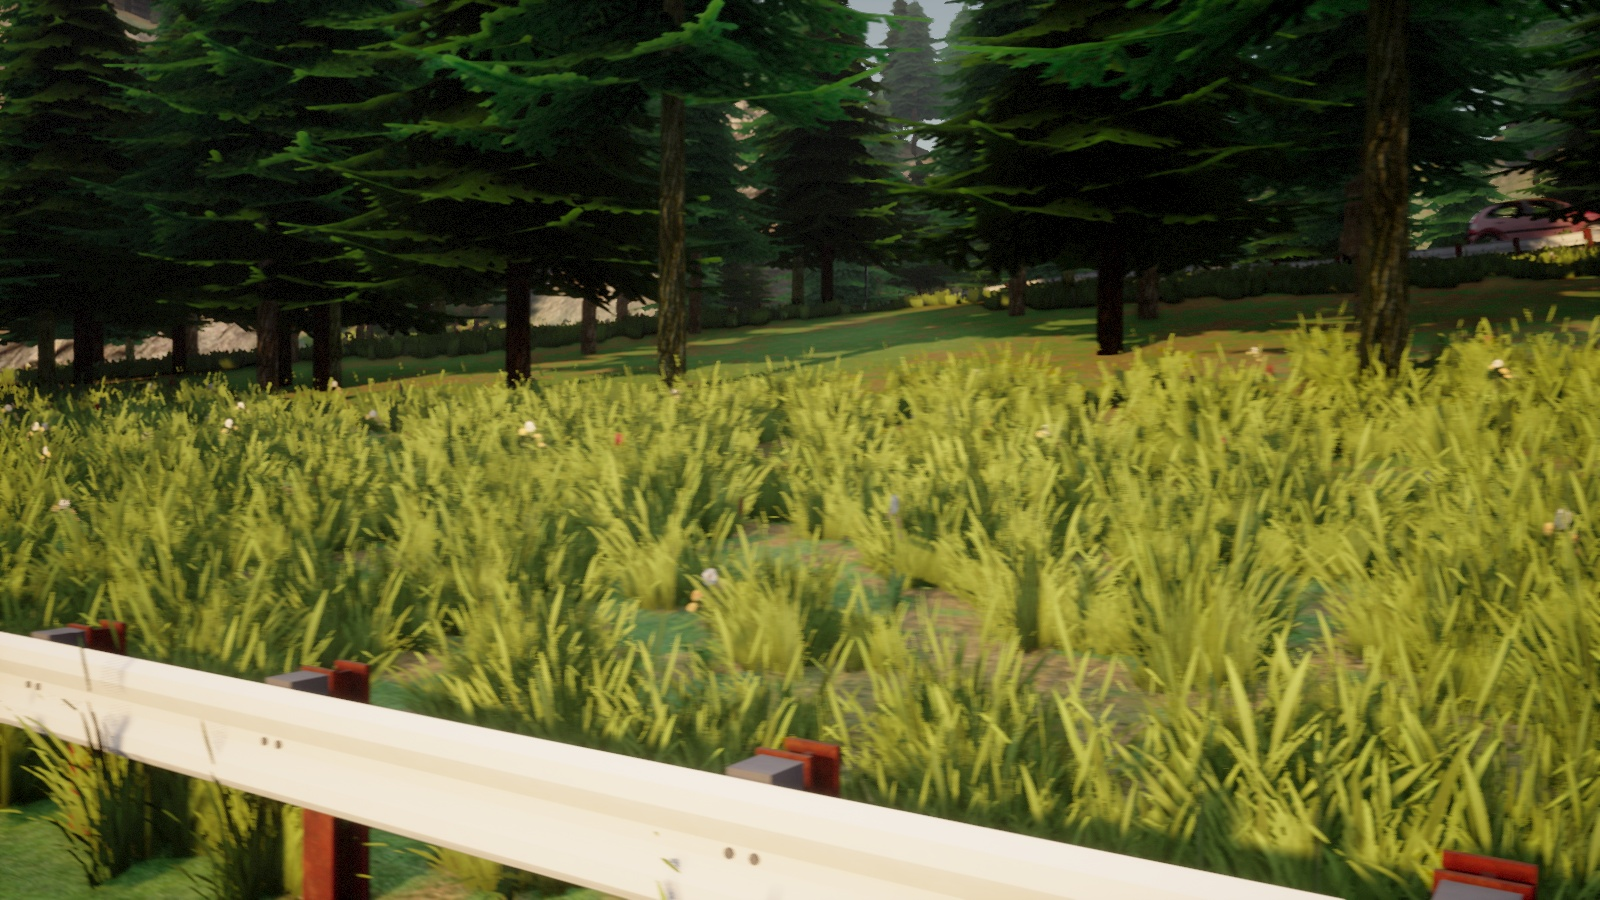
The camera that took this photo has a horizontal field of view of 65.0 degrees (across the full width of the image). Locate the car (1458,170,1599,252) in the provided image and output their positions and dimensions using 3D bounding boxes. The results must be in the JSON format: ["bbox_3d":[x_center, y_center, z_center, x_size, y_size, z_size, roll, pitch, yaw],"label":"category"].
[{"bbox_3d":[21.681,-6.993,36.758,3.988,1.617,1.851,-5,-1,22],"label":"car"}]
